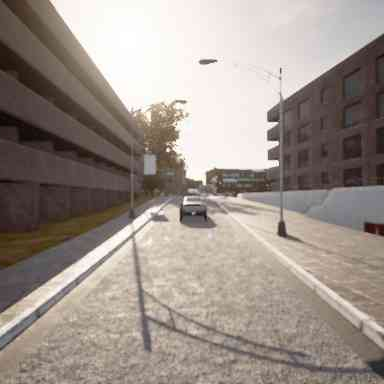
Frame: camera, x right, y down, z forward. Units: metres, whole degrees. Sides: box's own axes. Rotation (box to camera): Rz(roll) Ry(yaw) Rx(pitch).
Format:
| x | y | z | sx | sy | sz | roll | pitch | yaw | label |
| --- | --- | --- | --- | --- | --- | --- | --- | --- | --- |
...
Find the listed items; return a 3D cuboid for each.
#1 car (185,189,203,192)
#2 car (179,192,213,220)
| x | y | z | sx | sy | sz | roll | pitch | yaw | label |
| --- | --- | --- | --- | --- | --- | --- | --- | --- | --- |
| 0.102 | 0.333 | 41.644 | 1.812 | 1.442 | 4.674 | 0 | 2 | 0 | car |
| 0.099 | 1.038 | 23.187 | 2.128 | 1.511 | 4.902 | 0 | 2 | 0 | car |
